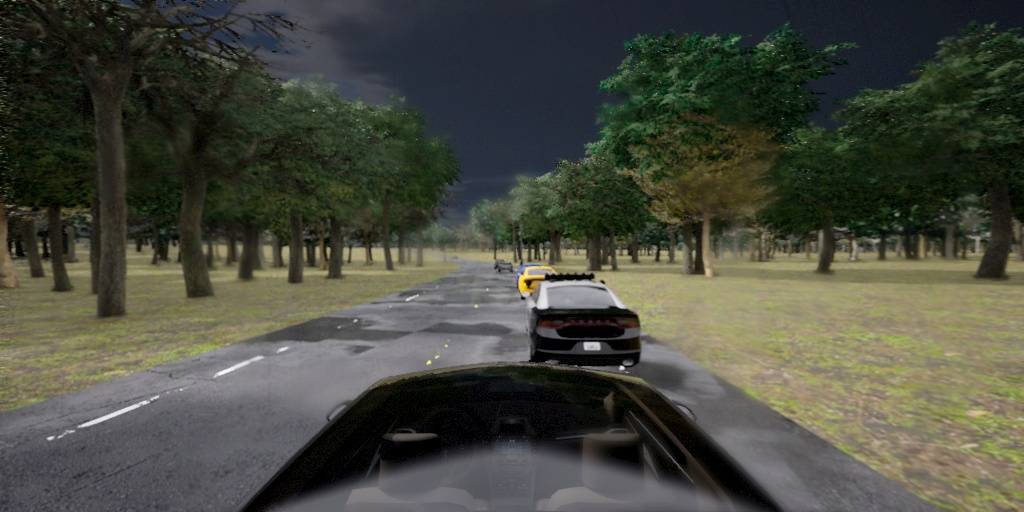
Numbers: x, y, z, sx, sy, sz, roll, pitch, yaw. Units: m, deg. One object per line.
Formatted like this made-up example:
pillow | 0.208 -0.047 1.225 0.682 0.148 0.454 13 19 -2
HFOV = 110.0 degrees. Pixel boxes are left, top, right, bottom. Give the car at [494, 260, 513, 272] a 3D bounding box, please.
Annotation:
car | -0.894 1.350 47.306 2.128 1.511 4.902 0 0 -4

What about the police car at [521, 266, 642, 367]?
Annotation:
police car | 1.279 1.196 8.110 1.930 1.638 5.238 0 0 1

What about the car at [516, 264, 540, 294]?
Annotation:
car | 1.331 1.280 18.069 1.882 1.535 5.008 0 0 0
